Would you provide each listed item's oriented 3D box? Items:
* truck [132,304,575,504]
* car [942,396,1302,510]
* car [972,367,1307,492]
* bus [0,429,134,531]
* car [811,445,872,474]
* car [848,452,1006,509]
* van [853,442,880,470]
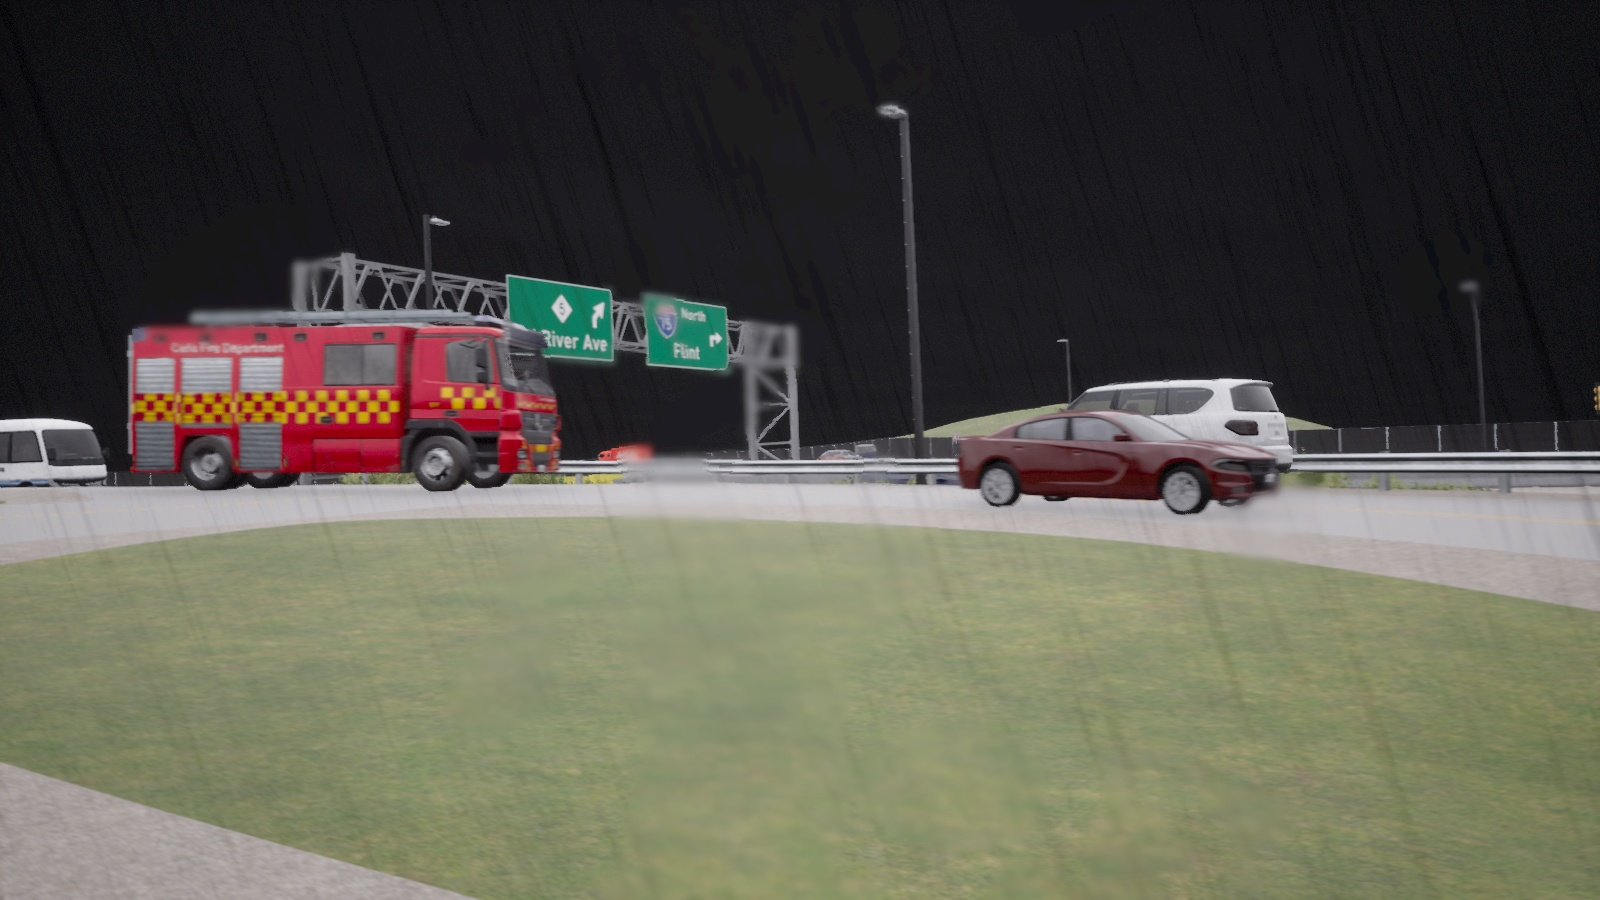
[{"bbox_3d":[-9.360,-0.882,26.737,8.468,3.827,2.891,-1,0,8],"label":"truck"},{"bbox_3d":[4.795,0.037,19.251,5.008,1.535,1.882,-1,1,42],"label":"car"},{"bbox_3d":[6.123,-0.323,23.183,5.566,2.045,2.150,-1,1,43],"label":"car"},{"bbox_3d":[-36.223,1.455,57.245,10.273,4.253,3.944,-3,1,16],"label":"bus"},{"bbox_3d":[2.774,0.589,82.668,2.152,1.651,5.027,-3,0,24],"label":"car"},{"bbox_3d":[3.687,0.903,36.690,4.193,1.474,1.816,-3,-1,33],"label":"car"},{"bbox_3d":[5.161,0.467,98.286,1.775,1.987,4.442,-3,0,0],"label":"van"}]
